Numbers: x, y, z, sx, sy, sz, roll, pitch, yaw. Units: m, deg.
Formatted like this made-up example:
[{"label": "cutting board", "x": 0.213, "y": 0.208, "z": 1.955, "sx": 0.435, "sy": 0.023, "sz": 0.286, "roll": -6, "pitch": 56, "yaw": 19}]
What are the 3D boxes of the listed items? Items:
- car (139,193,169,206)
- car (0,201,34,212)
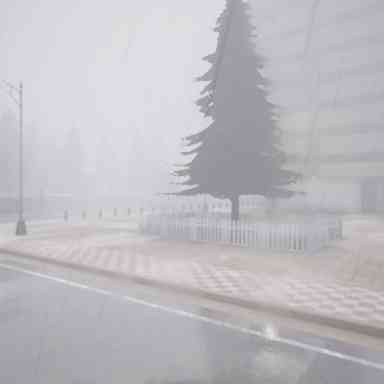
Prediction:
[{"label": "car", "x": -6.129, "y": 1.196, "z": 53.845, "sx": 2.150, "sy": 2.045, "sz": 5.566, "roll": 0, "pitch": 0, "yaw": 36}, {"label": "car", "x": -19.512, "y": 1.576, "z": 35.318, "sx": 1.895, "sy": 1.301, "sz": 4.718, "roll": 0, "pitch": 0, "yaw": 36}]
